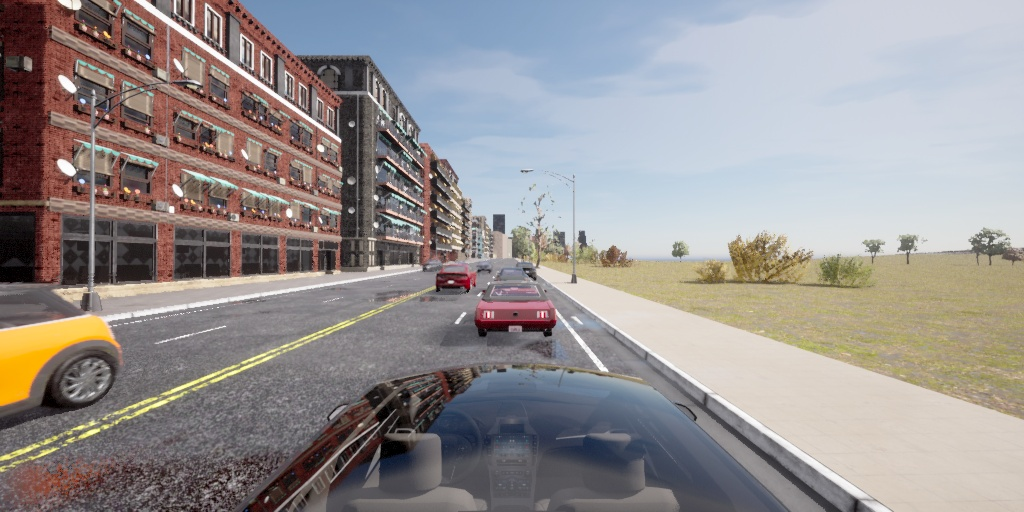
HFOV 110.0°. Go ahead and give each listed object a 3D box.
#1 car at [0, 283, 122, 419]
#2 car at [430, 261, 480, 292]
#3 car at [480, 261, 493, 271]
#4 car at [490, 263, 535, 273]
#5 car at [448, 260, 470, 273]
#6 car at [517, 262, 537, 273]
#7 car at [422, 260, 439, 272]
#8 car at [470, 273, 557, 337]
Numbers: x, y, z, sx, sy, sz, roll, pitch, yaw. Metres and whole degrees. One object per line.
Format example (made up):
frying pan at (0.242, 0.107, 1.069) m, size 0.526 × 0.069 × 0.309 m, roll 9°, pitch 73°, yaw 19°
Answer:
car at (-6.604, 1.102, 3.099) m, size 2.097 × 1.767 × 4.553 m, roll 0°, pitch 0°, yaw 0°
car at (-3.209, 1.230, 21.267) m, size 1.882 × 1.535 × 5.008 m, roll 0°, pitch 0°, yaw 0°
car at (-3.271, 1.300, 43.032) m, size 2.033 × 1.411 × 5.357 m, roll 0°, pitch 0°, yaw -1°
car at (0.036, 1.317, 20.305) m, size 1.994 × 1.385 × 4.181 m, roll 0°, pitch 0°, yaw 0°
car at (-6.734, 1.301, 46.205) m, size 2.033 × 1.411 × 5.357 m, roll 0°, pitch 0°, yaw 0°
car at (1.052, 1.259, 30.298) m, size 1.837 × 1.490 × 4.892 m, roll 0°, pitch 0°, yaw 0°
car at (-9.980, 1.245, 45.277) m, size 2.128 × 1.511 × 4.902 m, roll 0°, pitch 0°, yaw 0°
car at (0.075, 1.352, 10.274) m, size 1.895 × 1.301 × 4.718 m, roll 0°, pitch 0°, yaw 0°
